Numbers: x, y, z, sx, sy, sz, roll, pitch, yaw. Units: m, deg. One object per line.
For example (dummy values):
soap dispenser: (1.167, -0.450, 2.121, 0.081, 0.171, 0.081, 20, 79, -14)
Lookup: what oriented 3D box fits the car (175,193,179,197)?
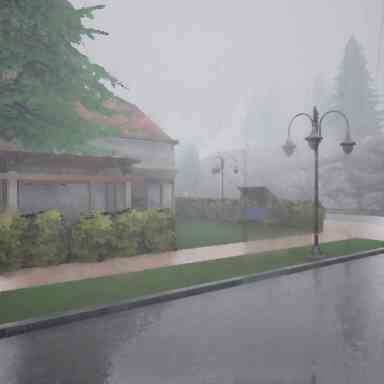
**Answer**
car: (-3.193, 1.061, 45.394, 2.150, 2.045, 5.566, 0, 0, -35)
